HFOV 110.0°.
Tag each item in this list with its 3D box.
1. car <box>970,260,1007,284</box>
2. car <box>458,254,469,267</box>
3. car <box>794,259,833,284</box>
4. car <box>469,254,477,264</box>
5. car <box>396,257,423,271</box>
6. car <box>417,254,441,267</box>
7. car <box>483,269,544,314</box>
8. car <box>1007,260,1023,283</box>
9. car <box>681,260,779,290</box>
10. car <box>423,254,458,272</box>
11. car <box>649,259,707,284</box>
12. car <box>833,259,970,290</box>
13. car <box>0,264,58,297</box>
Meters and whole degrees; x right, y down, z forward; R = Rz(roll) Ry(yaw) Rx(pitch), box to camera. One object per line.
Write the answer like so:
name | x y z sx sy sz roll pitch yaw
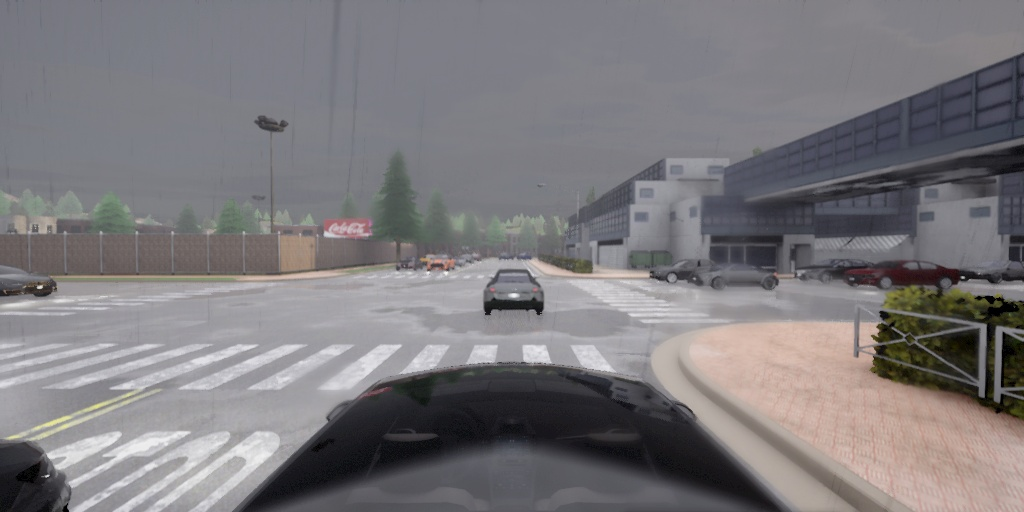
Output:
car | 31.282 0.984 22.770 5.357 1.411 2.033 0 1 0
car | -7.023 0.710 45.116 1.895 1.301 4.718 0 1 0
car | 20.691 0.929 22.742 4.902 1.511 2.128 0 1 0
car | -6.928 0.463 55.334 1.837 1.490 4.892 0 1 1
car | -10.562 0.790 37.260 1.994 1.385 4.181 0 1 0
car | -10.514 0.576 45.900 1.882 1.535 5.008 0 1 1
car | 0.055 1.148 12.933 1.994 1.385 4.181 0 1 0
car | 30.696 0.980 19.265 4.902 1.511 2.128 0 1 0
car | 11.773 1.054 19.218 4.181 1.385 1.994 0 1 -1
car | -7.068 0.594 36.126 2.097 1.767 4.553 0 1 0
car | 11.275 0.943 22.758 4.892 1.490 1.837 0 1 1
car | 20.744 0.967 19.242 5.008 1.535 1.882 0 1 0
car | -21.880 1.047 14.767 4.892 1.490 1.837 0 1 0
